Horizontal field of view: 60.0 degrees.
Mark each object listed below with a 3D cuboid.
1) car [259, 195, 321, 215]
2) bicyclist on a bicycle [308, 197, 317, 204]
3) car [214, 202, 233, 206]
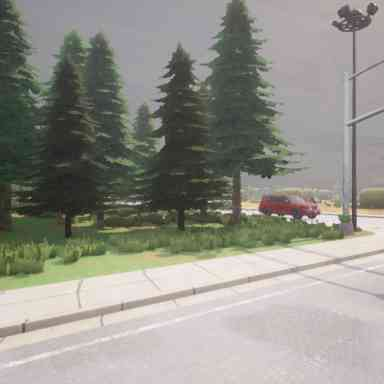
[{"bbox_3d":[8.345,1.248,28.993,2.150,2.045,5.566,0,0,-34],"label":"car"},{"bbox_3d":[12.903,1.327,35.575,1.656,1.620,0.582,0,0,-34],"label":"bicyclist on a bicycle"},{"bbox_3d":[3.648,1.590,42.369,1.994,1.385,4.181,0,0,-34],"label":"car"}]
